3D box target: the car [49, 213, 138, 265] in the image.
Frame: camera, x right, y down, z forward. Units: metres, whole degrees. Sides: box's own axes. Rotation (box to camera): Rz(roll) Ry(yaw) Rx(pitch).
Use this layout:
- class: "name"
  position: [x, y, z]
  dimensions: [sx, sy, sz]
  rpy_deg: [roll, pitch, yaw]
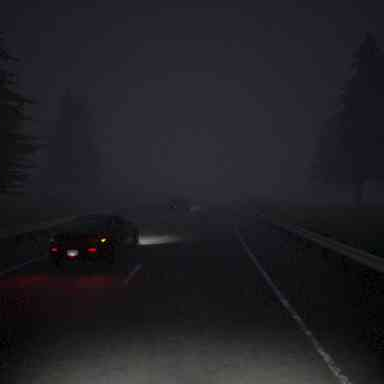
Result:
- class: "car"
  position: [-3.083, 1.432, 11.158]
  dimensions: [1.812, 1.442, 4.674]
  rpy_deg: [0, 0, 2]

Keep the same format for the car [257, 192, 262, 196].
- class: "car"
  position: [17.679, 0.611, 93.932]
  dimensions: [2.097, 1.767, 4.553]
  rpy_deg: [0, 0, 20]

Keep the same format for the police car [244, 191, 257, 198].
- class: "police car"
  position: [14.566, 0.756, 84.809]
  dimensions: [1.930, 1.638, 5.238]
  rpy_deg: [0, 0, 18]

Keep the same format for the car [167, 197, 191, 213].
- class: "car"
  position: [-1.233, 1.220, 33.433]
  dimensions: [2.128, 1.511, 4.902]
  rpy_deg: [0, 0, 7]
